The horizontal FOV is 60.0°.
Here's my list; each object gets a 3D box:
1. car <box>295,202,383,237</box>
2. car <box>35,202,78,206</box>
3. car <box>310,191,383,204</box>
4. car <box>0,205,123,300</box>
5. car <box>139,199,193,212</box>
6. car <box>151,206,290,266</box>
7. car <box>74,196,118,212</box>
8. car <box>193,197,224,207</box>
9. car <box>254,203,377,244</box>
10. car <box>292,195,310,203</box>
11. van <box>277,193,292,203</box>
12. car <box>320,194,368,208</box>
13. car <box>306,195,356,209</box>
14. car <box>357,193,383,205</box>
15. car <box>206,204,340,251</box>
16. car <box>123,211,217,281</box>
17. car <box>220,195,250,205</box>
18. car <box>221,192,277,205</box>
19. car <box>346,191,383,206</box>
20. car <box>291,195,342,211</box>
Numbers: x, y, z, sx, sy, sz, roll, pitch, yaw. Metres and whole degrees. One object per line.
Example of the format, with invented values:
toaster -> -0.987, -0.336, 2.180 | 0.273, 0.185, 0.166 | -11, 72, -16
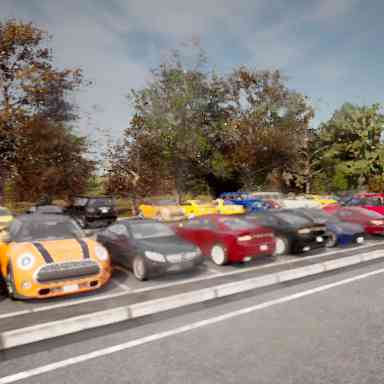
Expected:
car -> 7.600, 1.463, 16.810 | 2.002, 1.452, 4.674 | -1, 1, -35
car -> -9.179, 1.536, 21.046 | 2.097, 1.535, 5.008 | 0, 0, -35
car -> 9.858, 1.126, 18.428 | 2.435, 2.045, 5.566 | -1, 1, -35
car -> -3.842, 1.423, 8.849 | 2.185, 1.767, 4.553 | 0, 0, -35
car -> -2.336, 1.337, 25.864 | 2.185, 1.767, 4.553 | -1, 0, -35
car -> 0.749, 1.523, 12.015 | 2.097, 1.535, 5.008 | -1, 0, -35
car -> -6.908, 1.268, 22.662 | 2.435, 2.045, 5.566 | -1, 0, -35
car -> -0.032, 1.422, 27.431 | 2.097, 1.535, 5.008 | -1, 1, -35
car -> 5.332, 1.494, 15.192 | 2.163, 1.488, 4.792 | -1, 1, -35
car -> 11.474, 1.231, 35.489 | 2.002, 1.452, 4.674 | -1, 1, -35
van -> 6.976, 1.057, 32.197 | 1.878, 1.987, 4.442 | -1, 1, -35
car -> 18.303, 1.080, 40.297 | 2.163, 1.488, 4.792 | -1, 1, -35
car -> 16.036, 1.098, 38.684 | 2.231, 1.521, 4.892 | -1, 1, -35
car -> 25.165, 0.946, 45.065 | 2.002, 1.452, 4.674 | -1, 1, -35
car -> 3.035, 1.497, 13.614 | 2.097, 1.535, 5.008 | -1, 0, -35
car -> -1.541, 1.580, 10.423 | 2.002, 1.452, 4.674 | -1, 0, -35
car -> 2.242, 1.371, 29.254 | 1.946, 1.575, 5.366 | -1, 1, -35
car -> 4.643, 1.077, 30.673 | 2.435, 2.045, 5.566 | -1, 1, -35
car -> 22.901, 0.829, 43.440 | 2.185, 1.767, 4.553 | -1, 1, -35
car -> 13.754, 1.144, 37.087 | 2.097, 1.535, 5.008 | -1, 1, -35
